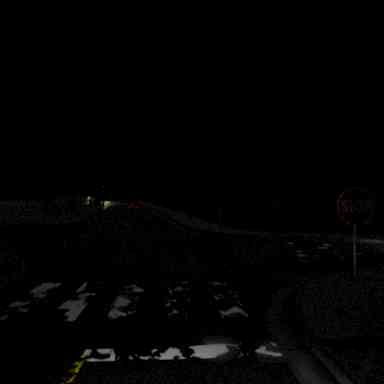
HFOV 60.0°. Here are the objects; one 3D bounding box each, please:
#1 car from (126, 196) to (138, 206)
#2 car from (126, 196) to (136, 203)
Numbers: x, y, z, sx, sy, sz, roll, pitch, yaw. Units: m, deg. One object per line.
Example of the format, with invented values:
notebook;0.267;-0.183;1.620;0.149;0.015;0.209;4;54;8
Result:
car;-10.893;1.681;61.062;1.882;1.535;5.008;0;0;-12
car;-13.075;1.616;71.253;1.837;1.490;4.892;0;0;-12
